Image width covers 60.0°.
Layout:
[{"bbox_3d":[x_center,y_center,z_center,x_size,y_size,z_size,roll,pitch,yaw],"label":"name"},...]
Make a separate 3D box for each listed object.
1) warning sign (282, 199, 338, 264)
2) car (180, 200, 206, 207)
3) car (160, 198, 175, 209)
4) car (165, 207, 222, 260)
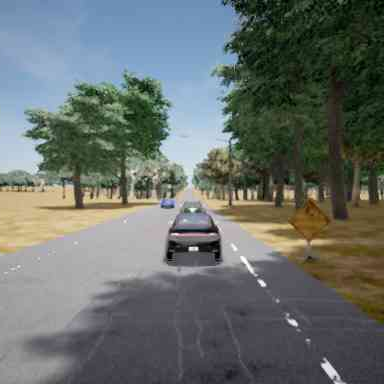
[{"bbox_3d":[3.554,1.147,10.117,1.300,1.860,1.060,0,0,0],"label":"warning sign"},{"bbox_3d":[0.055,1.439,27.514,2.097,1.767,4.553,0,0,0],"label":"car"},{"bbox_3d":[-3.599,1.640,49.654,1.882,1.535,5.008,0,0,0],"label":"car"},{"bbox_3d":[0.063,1.531,12.539,2.128,1.511,4.902,0,0,0],"label":"car"}]
